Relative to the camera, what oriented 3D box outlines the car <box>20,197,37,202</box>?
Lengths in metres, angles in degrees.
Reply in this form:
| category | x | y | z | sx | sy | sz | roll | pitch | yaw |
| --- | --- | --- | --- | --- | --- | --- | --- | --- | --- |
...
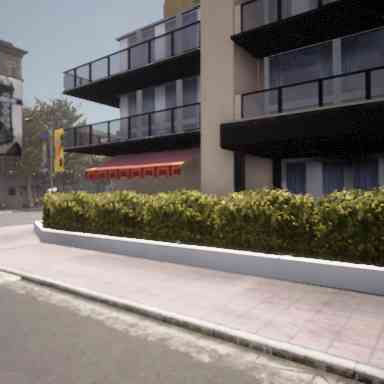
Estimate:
| category | x | y | z | sx | sy | sz | roll | pitch | yaw |
| --- | --- | --- | --- | --- | --- | --- | --- | --- | --- |
| car | -34.572 | 1.801 | 68.087 | 4.892 | 1.521 | 2.231 | 0 | 0 | 36 |
